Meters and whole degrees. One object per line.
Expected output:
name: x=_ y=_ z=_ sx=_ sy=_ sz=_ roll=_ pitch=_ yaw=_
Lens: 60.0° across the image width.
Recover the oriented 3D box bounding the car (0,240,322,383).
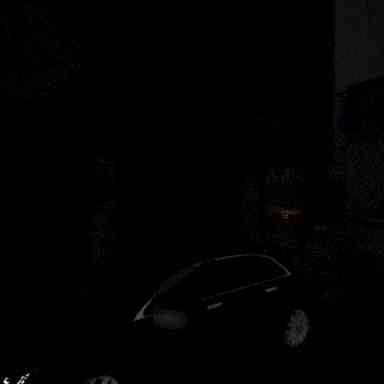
car: x=-0.202 y=1.505 z=4.530 sx=4.892 sy=1.490 sz=1.837 roll=0 pitch=0 yaw=-36

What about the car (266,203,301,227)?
car: x=5.146 y=1.478 z=23.140 sx=1.882 sy=1.535 sz=5.008 roll=0 pitch=0 yaw=-37
